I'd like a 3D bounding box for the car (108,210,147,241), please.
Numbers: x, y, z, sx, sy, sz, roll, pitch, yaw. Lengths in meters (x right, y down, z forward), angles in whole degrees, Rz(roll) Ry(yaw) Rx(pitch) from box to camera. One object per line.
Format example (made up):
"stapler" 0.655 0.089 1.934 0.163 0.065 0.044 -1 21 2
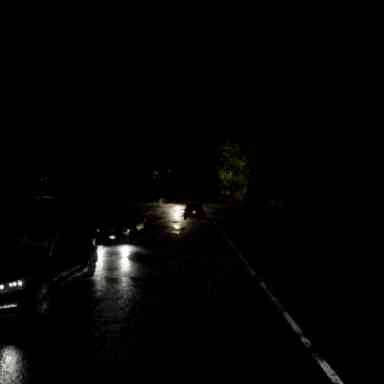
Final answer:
"car" -3.531 1.655 17.510 2.033 1.411 5.357 0 0 0

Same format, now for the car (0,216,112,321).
"car" -3.575 1.526 7.551 2.128 1.511 4.902 0 -1 0

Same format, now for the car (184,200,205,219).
"car" 0.218 1.804 31.913 1.994 1.385 4.181 0 0 0

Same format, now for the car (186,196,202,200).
"car" 0.294 1.596 49.563 2.150 2.045 5.566 0 0 0
